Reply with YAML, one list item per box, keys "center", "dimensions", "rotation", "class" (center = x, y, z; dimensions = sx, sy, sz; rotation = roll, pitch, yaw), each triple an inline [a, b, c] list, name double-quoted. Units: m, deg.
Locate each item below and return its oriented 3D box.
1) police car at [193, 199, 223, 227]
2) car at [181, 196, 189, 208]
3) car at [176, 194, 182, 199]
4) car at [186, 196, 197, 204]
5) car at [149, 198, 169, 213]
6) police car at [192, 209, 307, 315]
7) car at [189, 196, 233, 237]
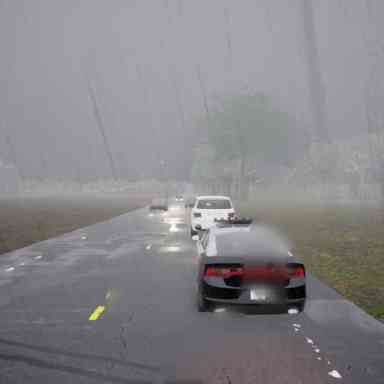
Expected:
- center: [1.021, 1.408, 23.822]
  dimensions: [1.930, 1.638, 5.238]
  rotation: [0, 0, 0]
  class: "police car"
- center: [-0.015, 1.481, 45.582]
  dimensions: [2.033, 1.411, 5.357]
  rotation: [0, 0, 1]
  class: "car"
- center: [-3.617, 1.275, 93.265]
  dimensions: [1.895, 1.301, 4.718]
  rotation: [0, 0, 0]
  class: "car"
- center: [-0.075, 1.483, 60.439]
  dimensions: [1.895, 1.301, 4.718]
  rotation: [0, 0, 0]
  class: "car"
- center: [-3.647, 1.434, 37.359]
  dimensions: [1.882, 1.535, 5.008]
  rotation: [0, 0, 0]
  class: "car"
- center: [1.041, 1.421, 7.820]
  dimensions: [1.930, 1.638, 5.238]
  rotation: [0, 0, 0]
  class: "police car"
- center: [1.029, 1.213, 17.740]
  dimensions: [2.150, 2.045, 5.566]
  rotation: [0, 0, 0]
  class: "car"
